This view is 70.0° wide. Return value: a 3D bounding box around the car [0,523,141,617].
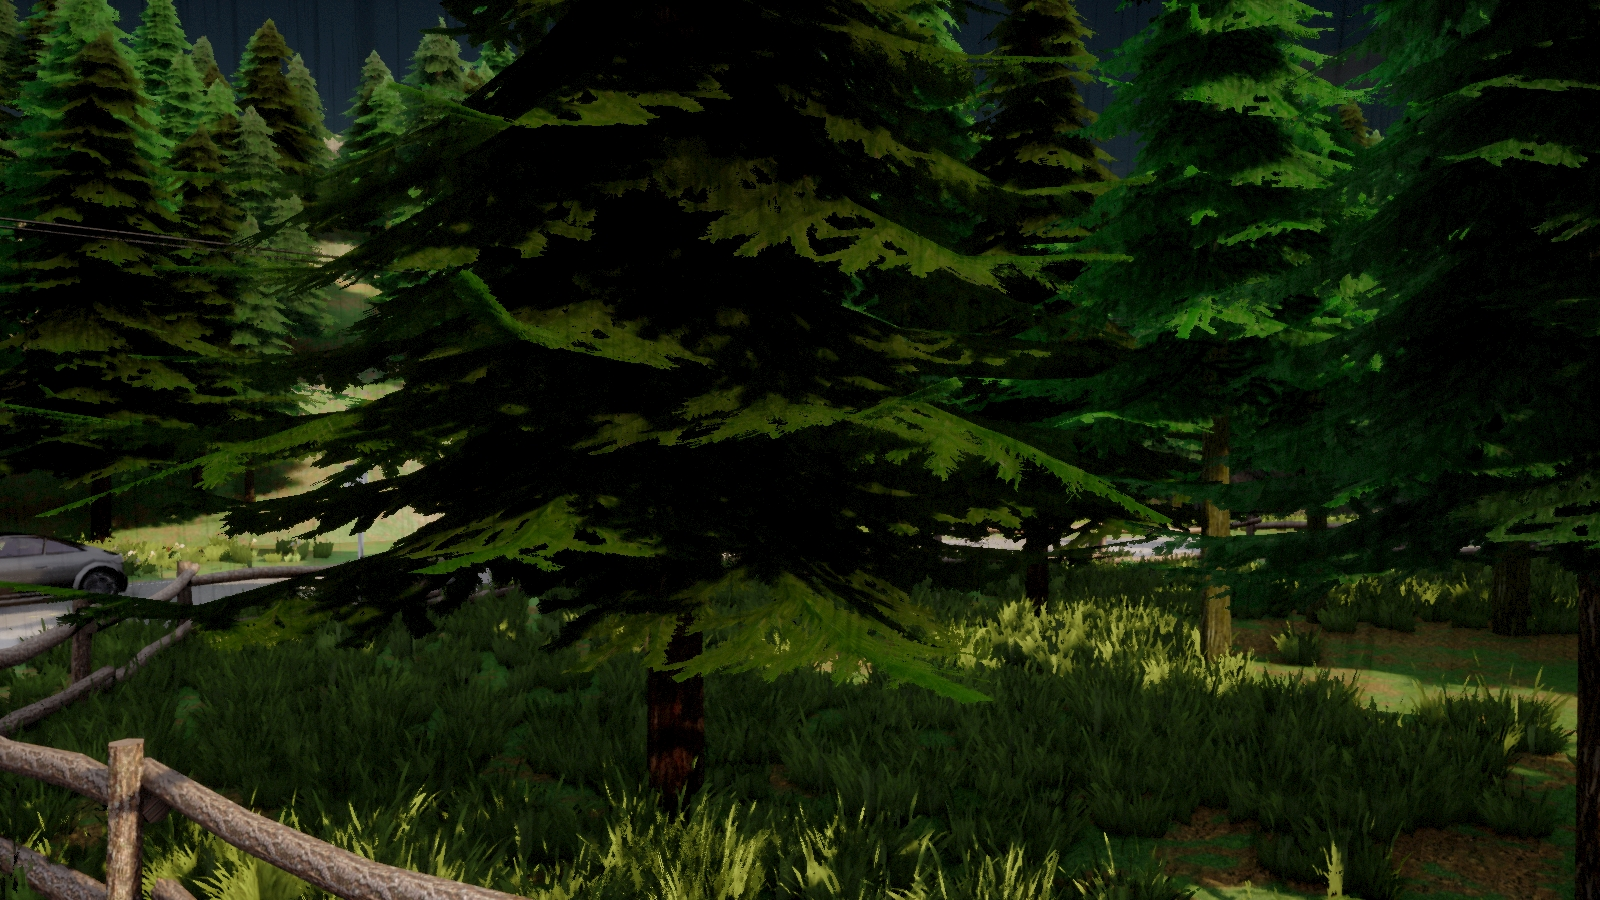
[{"bbox_3d":[-14.211,2.118,20.009,1.994,1.385,4.181,0,0,33],"label":"car"}]
